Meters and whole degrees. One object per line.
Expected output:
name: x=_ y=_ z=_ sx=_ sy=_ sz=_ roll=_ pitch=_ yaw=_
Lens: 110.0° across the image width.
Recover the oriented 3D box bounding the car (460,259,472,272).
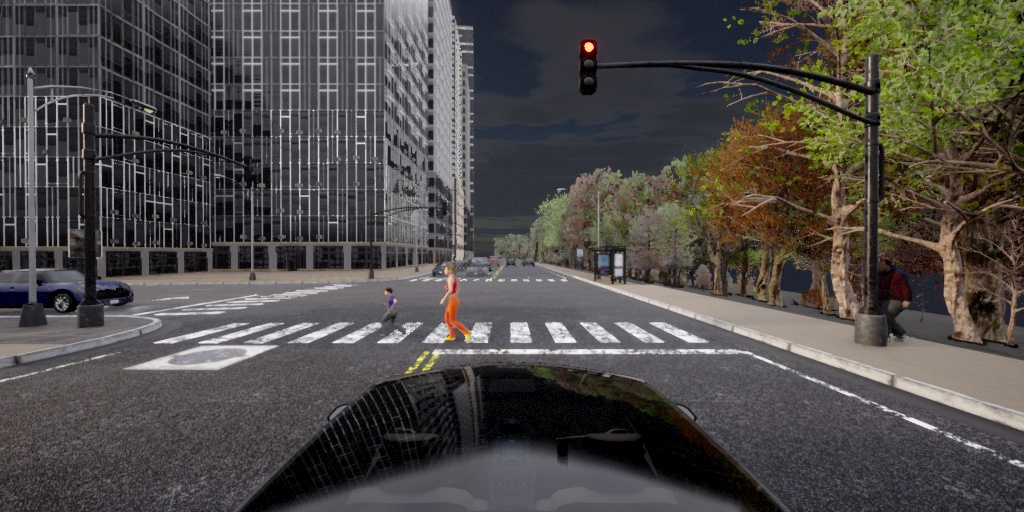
car: x=-6.711 y=1.234 z=45.148 sx=2.128 sy=1.511 sz=4.902 roll=0 pitch=0 yaw=0

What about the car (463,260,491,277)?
car: x=-3.436 y=1.346 z=36.040 sx=1.895 sy=1.301 sz=4.718 roll=0 pitch=0 yaw=0

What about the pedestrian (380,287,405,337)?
pedestrian: x=-2.923 y=1.323 z=8.774 sx=0.375 sy=1.300 sz=0.375 roll=0 pitch=0 yaw=0

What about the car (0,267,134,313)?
car: x=-18.324 y=1.284 z=14.515 sx=4.553 sy=1.767 sz=2.097 roll=-1 pitch=0 yaw=0

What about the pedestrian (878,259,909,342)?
pedestrian: x=7.960 y=0.891 z=7.599 sx=0.375 sy=1.860 sz=0.375 roll=0 pitch=0 yaw=0

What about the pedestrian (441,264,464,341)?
pedestrian: x=-1.394 y=1.043 z=8.311 sx=0.375 sy=1.860 sz=0.375 roll=0 pitch=0 yaw=0

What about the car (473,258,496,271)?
car: x=-3.464 y=1.291 z=45.709 sx=2.033 sy=1.411 sz=5.357 roll=0 pitch=0 yaw=0

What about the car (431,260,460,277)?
car: x=-6.686 y=1.271 z=35.961 sx=1.812 sy=1.442 sz=4.674 roll=0 pitch=0 yaw=0
